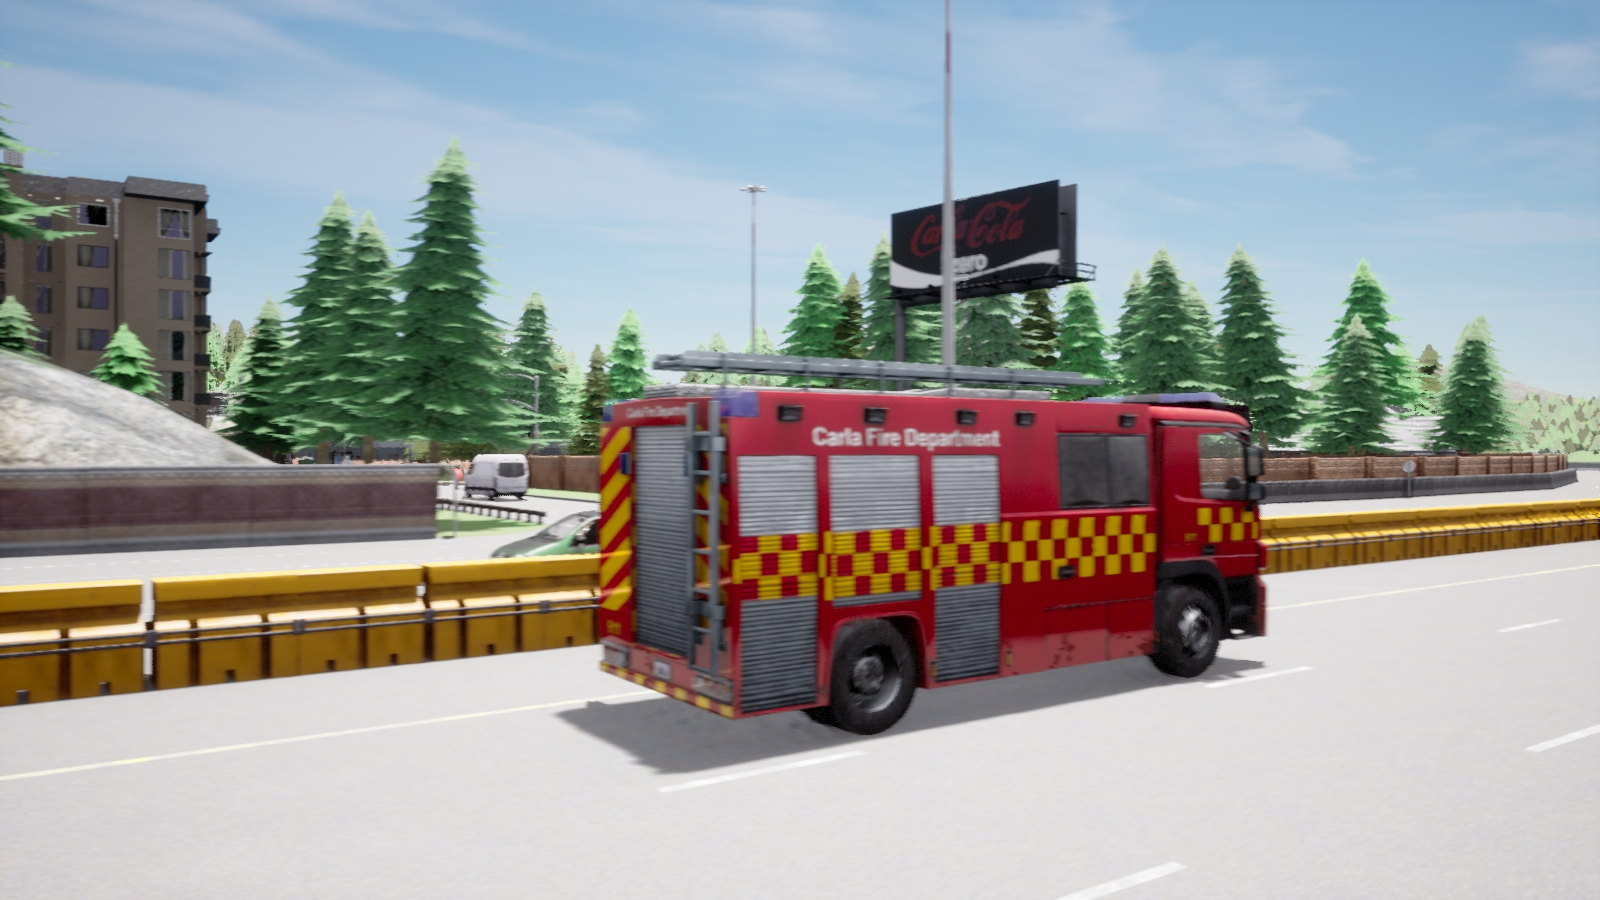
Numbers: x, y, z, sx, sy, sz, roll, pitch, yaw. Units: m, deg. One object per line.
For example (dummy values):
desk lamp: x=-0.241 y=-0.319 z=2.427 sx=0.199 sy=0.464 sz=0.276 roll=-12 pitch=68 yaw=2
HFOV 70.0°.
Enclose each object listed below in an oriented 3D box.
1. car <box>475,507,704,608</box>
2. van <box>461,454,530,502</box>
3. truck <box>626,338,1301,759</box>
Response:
car: x=-4.076 y=2.005 z=22.290 sx=3.988 sy=1.617 sz=1.851 roll=0 pitch=0 yaw=-35
van: x=-17.379 y=1.525 z=64.972 sx=1.988 sy=2.561 sz=5.915 roll=0 pitch=0 yaw=-34
truck: x=2.365 y=0.896 z=13.979 sx=8.468 sy=3.827 sz=2.891 roll=0 pitch=0 yaw=-35
